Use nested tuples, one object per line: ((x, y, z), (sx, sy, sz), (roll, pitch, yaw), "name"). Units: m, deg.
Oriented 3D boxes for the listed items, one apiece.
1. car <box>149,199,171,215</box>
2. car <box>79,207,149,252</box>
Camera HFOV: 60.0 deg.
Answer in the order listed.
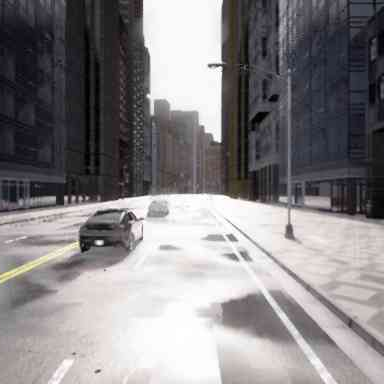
((-3.149, 1.422, 32.277), (1.812, 1.442, 4.674), (0, 0, 0), "car")
((-3.150, 1.461, 13.731), (1.837, 1.490, 4.892), (0, 0, 0), "car")
